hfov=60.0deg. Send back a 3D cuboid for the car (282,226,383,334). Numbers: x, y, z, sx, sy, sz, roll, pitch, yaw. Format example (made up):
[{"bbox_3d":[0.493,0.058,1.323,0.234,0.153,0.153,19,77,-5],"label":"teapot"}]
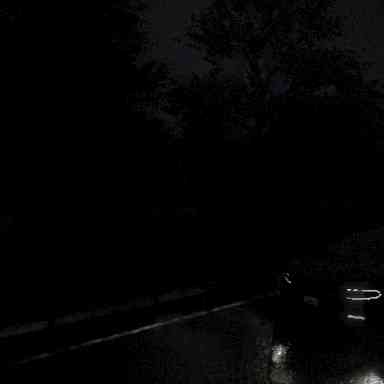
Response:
[{"bbox_3d":[3.947,1.469,6.817,5.008,1.535,1.882,0,0,-36],"label":"car"}]
